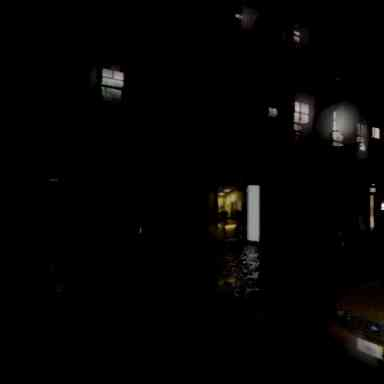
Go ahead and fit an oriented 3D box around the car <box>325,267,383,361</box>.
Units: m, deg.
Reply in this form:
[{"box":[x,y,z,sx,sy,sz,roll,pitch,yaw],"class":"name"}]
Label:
[{"box":[4.059,1.526,5.314,4.829,1.417,1.752,0,0,-35],"class":"car"}]
